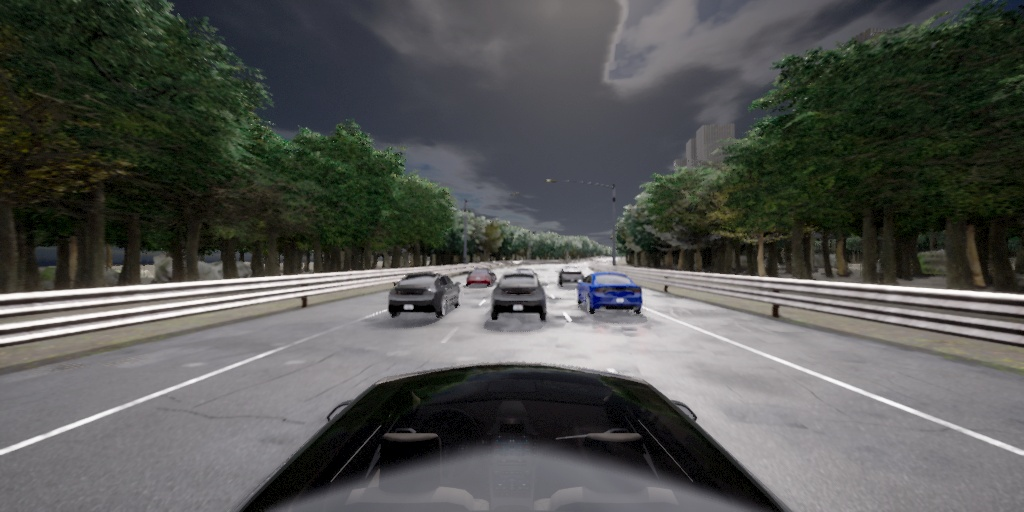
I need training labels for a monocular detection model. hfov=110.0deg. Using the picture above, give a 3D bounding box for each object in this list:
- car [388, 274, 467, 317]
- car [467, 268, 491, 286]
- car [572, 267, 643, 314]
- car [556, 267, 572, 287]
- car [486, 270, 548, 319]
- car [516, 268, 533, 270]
[{"bbox_3d":[-3.195,1.412,13.907,1.837,1.490,4.892,0,0,3],"label":"car"},{"bbox_3d":[-2.384,1.663,28.944,1.994,1.385,4.181,0,0,5],"label":"car"},{"bbox_3d":[3.858,1.402,14.875,1.882,1.535,5.008,0,0,3],"label":"car"},{"bbox_3d":[4.590,1.587,28.369,2.128,1.511,4.902,0,-1,5],"label":"car"},{"bbox_3d":[0.287,1.405,13.427,1.837,1.490,4.892,0,-2,2],"label":"car"},{"bbox_3d":[0.914,1.619,26.432,2.033,1.411,5.357,0,-1,4],"label":"car"}]
